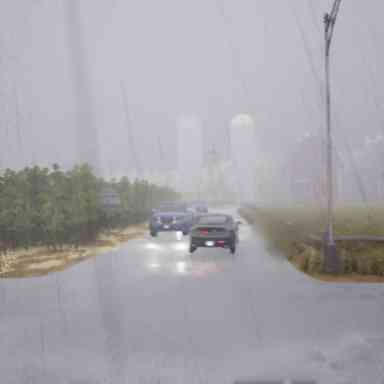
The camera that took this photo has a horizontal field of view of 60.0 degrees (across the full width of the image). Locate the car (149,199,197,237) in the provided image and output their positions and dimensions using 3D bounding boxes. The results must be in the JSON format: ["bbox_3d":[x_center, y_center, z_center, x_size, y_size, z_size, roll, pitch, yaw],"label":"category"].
[{"bbox_3d":[-1.163,1.596,20.991,2.150,2.045,5.566,-1,-1,5],"label":"car"}]

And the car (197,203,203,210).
[{"bbox_3d":[-0.244,2.087,31.144,1.812,1.442,4.674,-1,-1,5],"label":"car"}]

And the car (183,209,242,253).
[{"bbox_3d":[1.075,1.712,14.757,1.837,1.490,4.892,0,-1,10],"label":"car"}]

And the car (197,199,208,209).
[{"bbox_3d":[0.946,1.974,44.174,2.150,2.045,5.566,-1,0,5],"label":"car"}]
